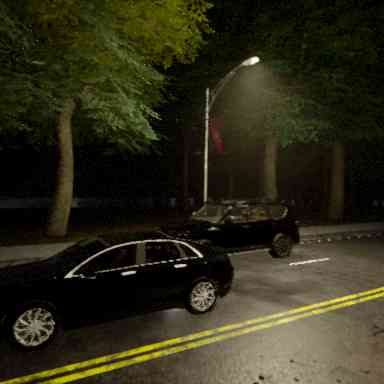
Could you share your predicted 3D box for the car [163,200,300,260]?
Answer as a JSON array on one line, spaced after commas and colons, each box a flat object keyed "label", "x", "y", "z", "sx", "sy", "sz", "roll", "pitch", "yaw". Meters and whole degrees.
[{"label": "car", "x": 1.340, "y": 1.333, "z": 11.733, "sx": 5.566, "sy": 2.045, "sz": 2.150, "roll": 1, "pitch": -1, "yaw": -31}]

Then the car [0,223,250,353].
[{"label": "car", "x": -1.447, "y": 1.553, "z": 6.255, "sx": 4.892, "sy": 1.490, "sz": 1.837, "roll": 1, "pitch": -1, "yaw": -31}]
